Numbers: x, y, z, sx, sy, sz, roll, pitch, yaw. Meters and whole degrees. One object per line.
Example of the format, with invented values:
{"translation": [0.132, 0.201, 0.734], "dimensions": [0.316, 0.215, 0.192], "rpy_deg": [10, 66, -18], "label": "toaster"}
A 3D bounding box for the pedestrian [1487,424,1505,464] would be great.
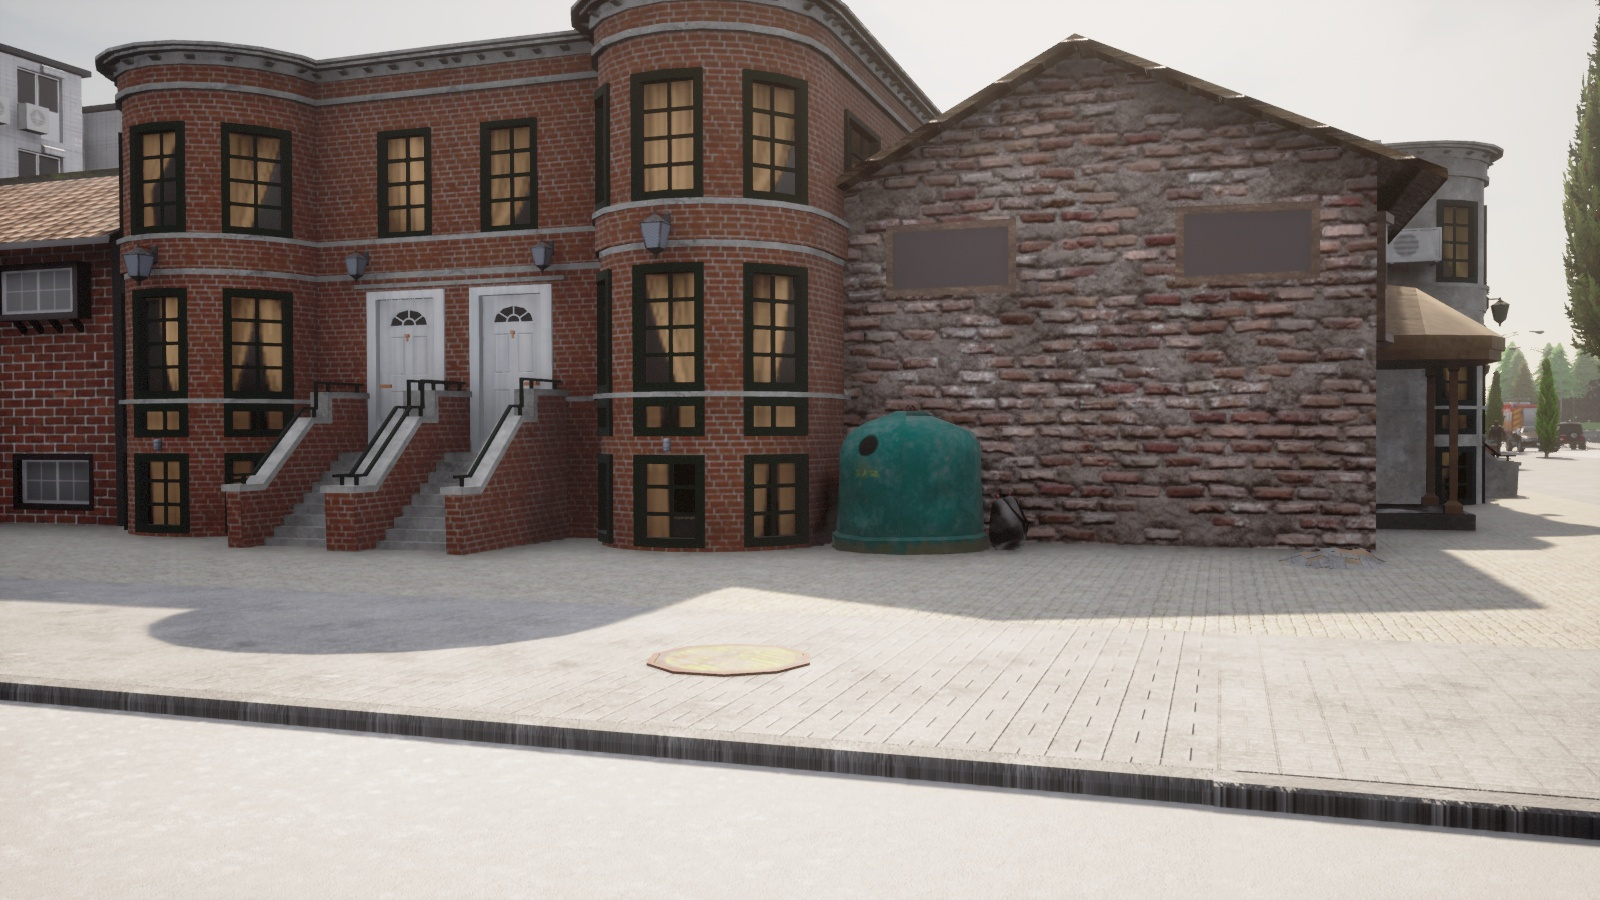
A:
{"translation": [32.674, -0.285, 58.951], "dimensions": [0.563, 1.883, 0.849], "rpy_deg": [1, 1, 39], "label": "pedestrian"}

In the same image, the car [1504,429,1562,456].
{"translation": [46.248, -0.492, 79.349], "dimensions": [2.152, 1.651, 5.027], "rpy_deg": [1, 1, 19], "label": "car"}
